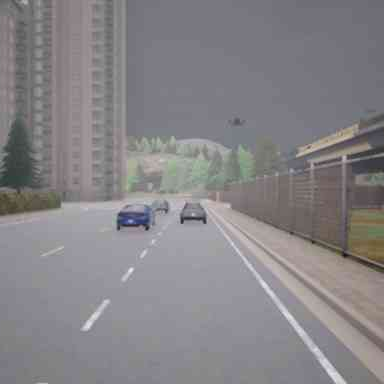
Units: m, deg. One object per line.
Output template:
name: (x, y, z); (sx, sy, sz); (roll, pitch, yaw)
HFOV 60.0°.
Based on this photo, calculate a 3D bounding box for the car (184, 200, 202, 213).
car: (0.101, 1.594, 37.884); (1.895, 1.301, 4.718); (0, 0, 1)

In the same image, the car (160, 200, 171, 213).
car: (-3.424, 1.541, 36.575); (2.033, 1.411, 5.357); (0, 0, 0)

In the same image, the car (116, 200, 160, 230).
car: (-3.400, 1.474, 20.920); (1.882, 1.535, 5.008); (0, 0, 0)

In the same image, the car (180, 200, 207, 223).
car: (0.098, 1.558, 25.468); (1.994, 1.385, 4.181); (0, 0, 0)
